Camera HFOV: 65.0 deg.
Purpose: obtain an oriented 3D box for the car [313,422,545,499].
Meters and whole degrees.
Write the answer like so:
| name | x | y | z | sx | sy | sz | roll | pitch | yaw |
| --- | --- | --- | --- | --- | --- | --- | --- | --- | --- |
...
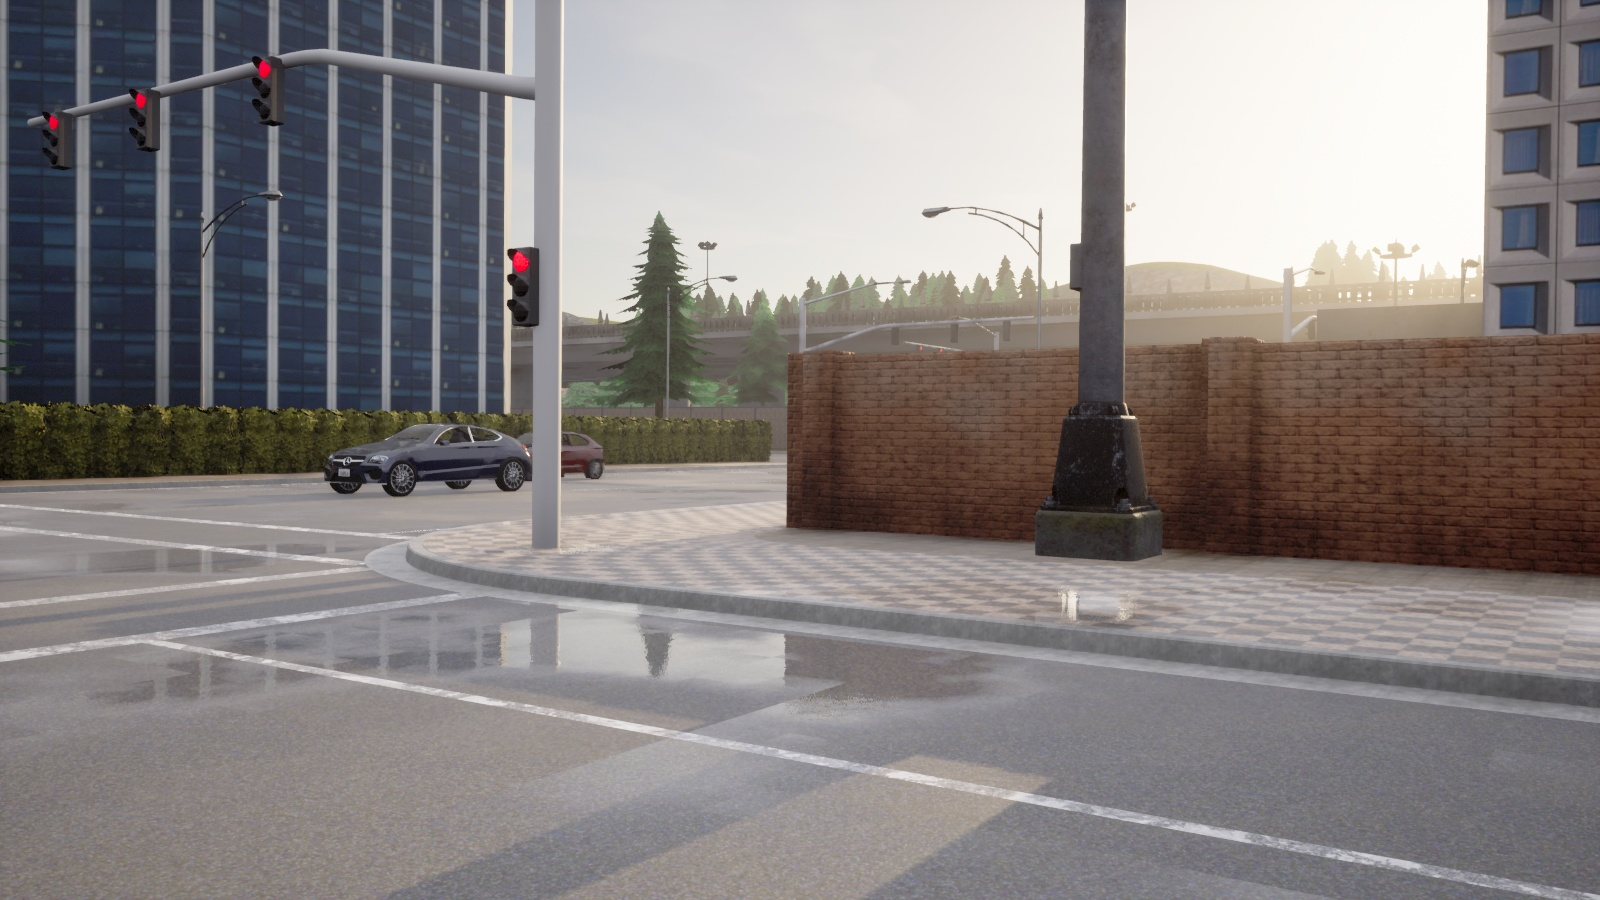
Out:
| name | x | y | z | sx | sy | sz | roll | pitch | yaw |
| --- | --- | --- | --- | --- | --- | --- | --- | --- | --- |
| car | -8.596 | 0.184 | 29.564 | 2.152 | 1.651 | 5.027 | 0 | 1 | 33 |

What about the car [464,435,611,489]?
| name | x | y | z | sx | sy | sz | roll | pitch | yaw |
| --- | --- | --- | --- | --- | --- | --- | --- | --- | --- |
| car | -7.722 | 0.306 | 37.308 | 1.816 | 1.474 | 4.193 | 0 | 1 | 33 |
